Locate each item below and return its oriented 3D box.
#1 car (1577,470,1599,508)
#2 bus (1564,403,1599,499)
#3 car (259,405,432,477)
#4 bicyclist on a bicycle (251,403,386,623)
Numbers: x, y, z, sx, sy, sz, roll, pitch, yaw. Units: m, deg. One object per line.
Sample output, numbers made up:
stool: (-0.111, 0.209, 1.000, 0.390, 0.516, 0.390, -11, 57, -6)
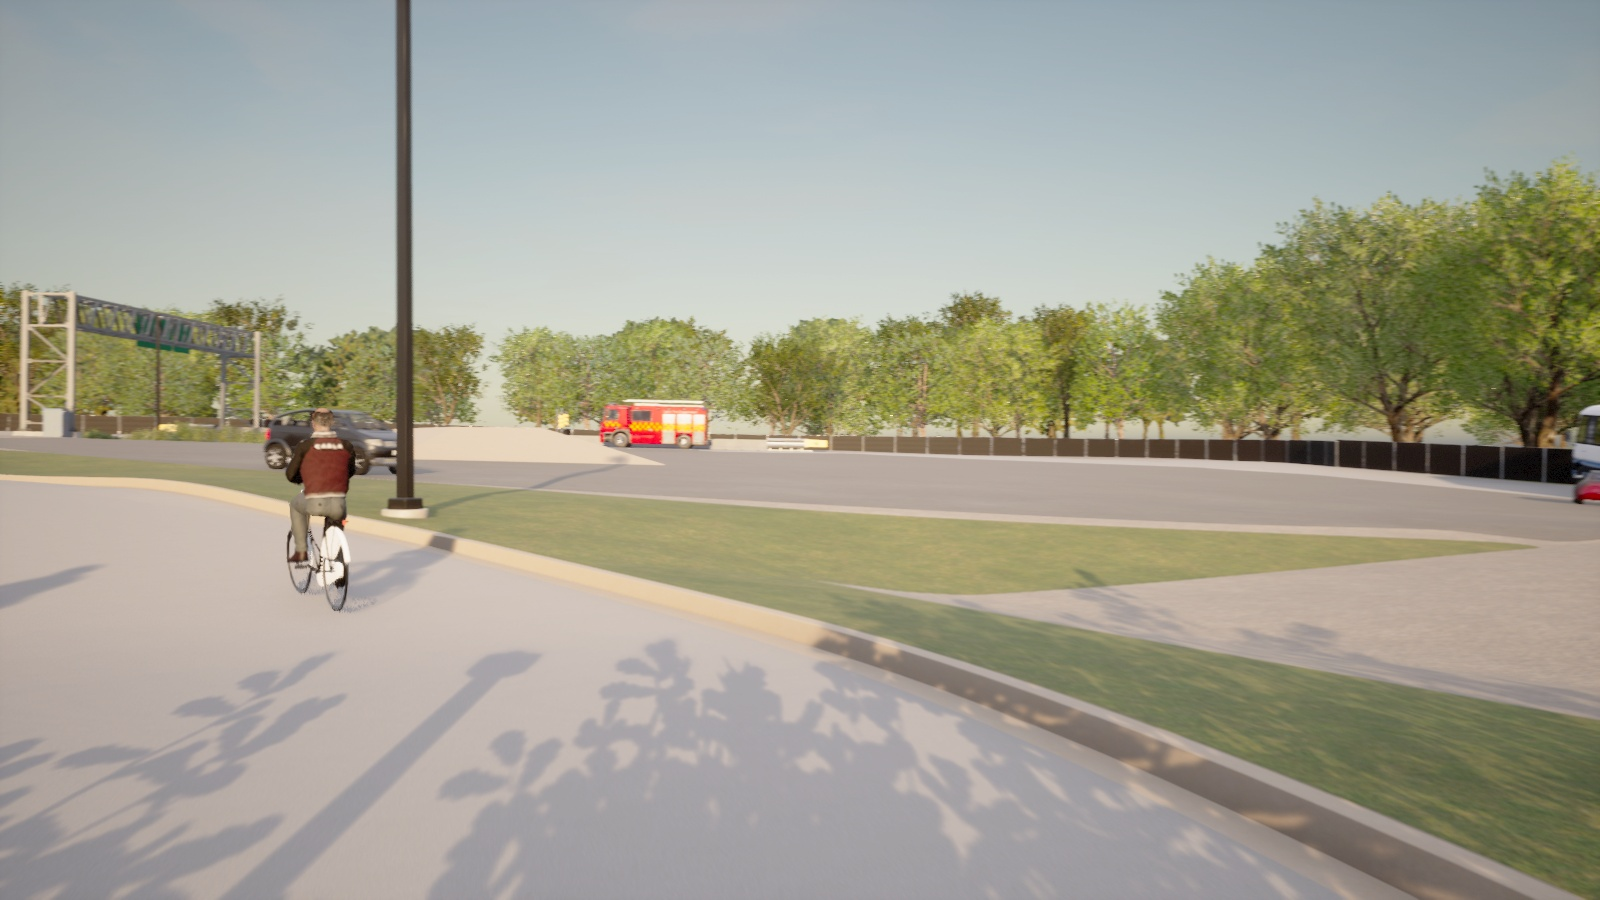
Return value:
car: (31.885, 1.562, 49.429, 1.994, 1.385, 4.181, 4, 1, 30)
bus: (38.324, 0.078, 57.098, 3.944, 4.253, 10.273, 1, 3, 19)
car: (-11.095, -0.224, 30.653, 3.705, 1.549, 1.789, 3, 1, 24)
bicyclist on a bicycle: (-4.352, 0.492, 11.271, 0.659, 1.776, 1.843, -1, 3, -36)
